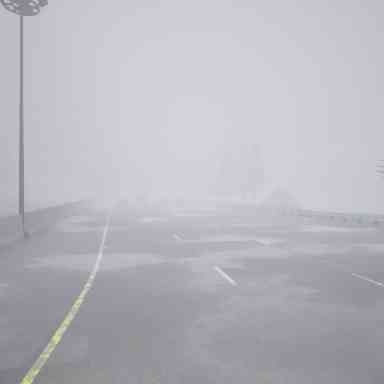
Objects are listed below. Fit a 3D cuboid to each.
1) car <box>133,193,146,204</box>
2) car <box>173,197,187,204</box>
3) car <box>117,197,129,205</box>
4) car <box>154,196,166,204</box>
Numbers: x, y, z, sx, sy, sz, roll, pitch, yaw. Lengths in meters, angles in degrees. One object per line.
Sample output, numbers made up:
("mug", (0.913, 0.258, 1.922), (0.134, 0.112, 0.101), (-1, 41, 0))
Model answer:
("car", (-10.326, 1.221, 65.863), (2.150, 2.045, 5.566), (0, 0, -13))
("car", (-2.248, 1.547, 61.987), (2.033, 1.411, 5.357), (0, 0, -12))
("car", (-12.282, 1.547, 58.893), (2.033, 1.411, 5.357), (0, 0, -15))
("car", (-5.995, 1.547, 62.658), (2.033, 1.411, 5.357), (0, 0, -12))
